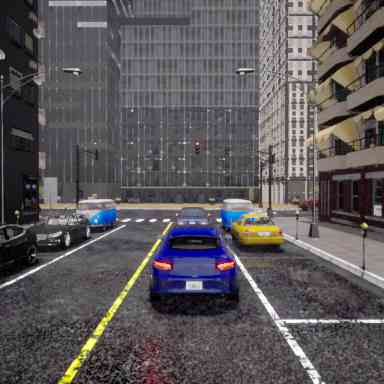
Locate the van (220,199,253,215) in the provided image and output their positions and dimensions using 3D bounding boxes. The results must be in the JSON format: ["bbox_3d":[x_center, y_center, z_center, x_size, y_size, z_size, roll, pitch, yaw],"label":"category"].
[{"bbox_3d":[2.662,1.337,20.008,1.690,1.788,3.998,-1,0,0],"label":"van"}]

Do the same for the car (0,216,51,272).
[{"bbox_3d":[-5.707,1.564,8.826,1.947,1.339,4.313,-1,0,0],"label":"car"}]

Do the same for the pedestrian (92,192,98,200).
[{"bbox_3d":[-12.424,0.886,42.427,0.375,1.860,0.375,0,1,0],"label":"pedestrian"}]

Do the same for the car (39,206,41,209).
[{"bbox_3d":[-17.607,1.501,33.725,4.181,1.385,1.994,0,1,0],"label":"car"}]

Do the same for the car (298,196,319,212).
[{"bbox_3d":[15.209,1.338,39.348,5.009,1.841,2.192,0,1,0],"label":"car"}]

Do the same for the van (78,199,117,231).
[{"bbox_3d":[-5.718,1.337,20.030,1.690,1.788,3.998,-1,0,0],"label":"van"}]

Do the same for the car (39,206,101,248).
[{"bbox_3d":[-5.711,1.548,14.429,2.008,1.369,4.403,-1,0,0],"label":"car"}]

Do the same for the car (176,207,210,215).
[{"bbox_3d":[0.047,1.544,18.551,2.033,1.411,5.357,0,0,1],"label":"car"}]

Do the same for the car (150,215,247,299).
[{"bbox_3d":[0.060,1.524,8.308,1.812,1.442,4.674,0,0,1],"label":"car"}]

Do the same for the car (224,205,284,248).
[{"bbox_3d":[2.669,1.522,14.576,1.752,1.417,4.829,-1,0,0],"label":"car"}]
